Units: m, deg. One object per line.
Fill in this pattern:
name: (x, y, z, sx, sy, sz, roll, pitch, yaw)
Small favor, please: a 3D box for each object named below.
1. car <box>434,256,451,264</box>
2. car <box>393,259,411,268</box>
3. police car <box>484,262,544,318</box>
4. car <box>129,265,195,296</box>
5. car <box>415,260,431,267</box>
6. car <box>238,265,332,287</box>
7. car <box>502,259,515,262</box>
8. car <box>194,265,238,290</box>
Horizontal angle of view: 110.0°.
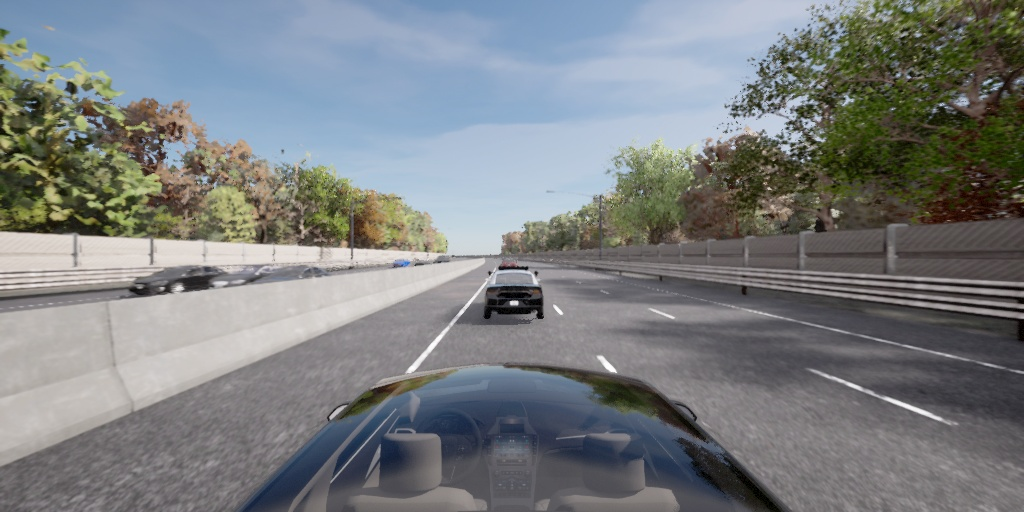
car: (-11.534, 0.977, 59.905, 2.150, 2.045, 5.566, 0, 0, -1)
car: (-18.560, 1.230, 60.525, 1.882, 1.535, 5.008, 0, 0, -1)
police car: (0.048, 1.177, 13.067, 1.930, 1.638, 5.238, 0, 0, 0)
car: (-17.707, 1.258, 19.462, 1.837, 1.490, 4.892, 0, 0, -1)
car: (-15.061, 1.355, 60.676, 1.895, 1.301, 4.718, 0, 0, -1)
car: (-10.690, 1.258, 17.741, 1.837, 1.490, 4.892, 0, 0, -1)
car: (-0.421, 1.109, 43.162, 2.097, 1.767, 4.553, 0, 0, -1)
car: (-14.212, 1.244, 19.815, 2.128, 1.511, 4.902, 0, 0, -1)
